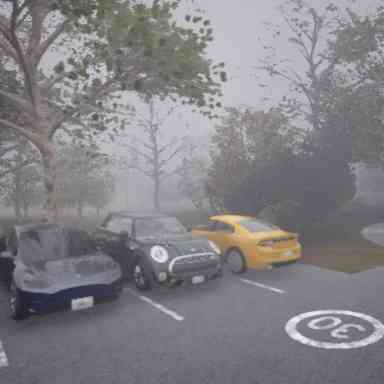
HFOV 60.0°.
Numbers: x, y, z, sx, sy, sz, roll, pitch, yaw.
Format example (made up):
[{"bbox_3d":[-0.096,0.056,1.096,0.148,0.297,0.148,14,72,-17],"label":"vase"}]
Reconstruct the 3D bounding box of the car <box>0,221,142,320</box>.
[{"bbox_3d":[-3.278,1.514,7.686,2.163,1.488,4.792,0,0,-36],"label":"car"}]

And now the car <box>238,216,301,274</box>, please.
[{"bbox_3d":[1.115,1.500,10.855,2.097,1.535,5.008,0,0,-36],"label":"car"}]

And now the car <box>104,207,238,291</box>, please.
[{"bbox_3d":[-1.161,1.367,9.274,2.185,1.767,4.553,0,0,-36],"label":"car"}]
